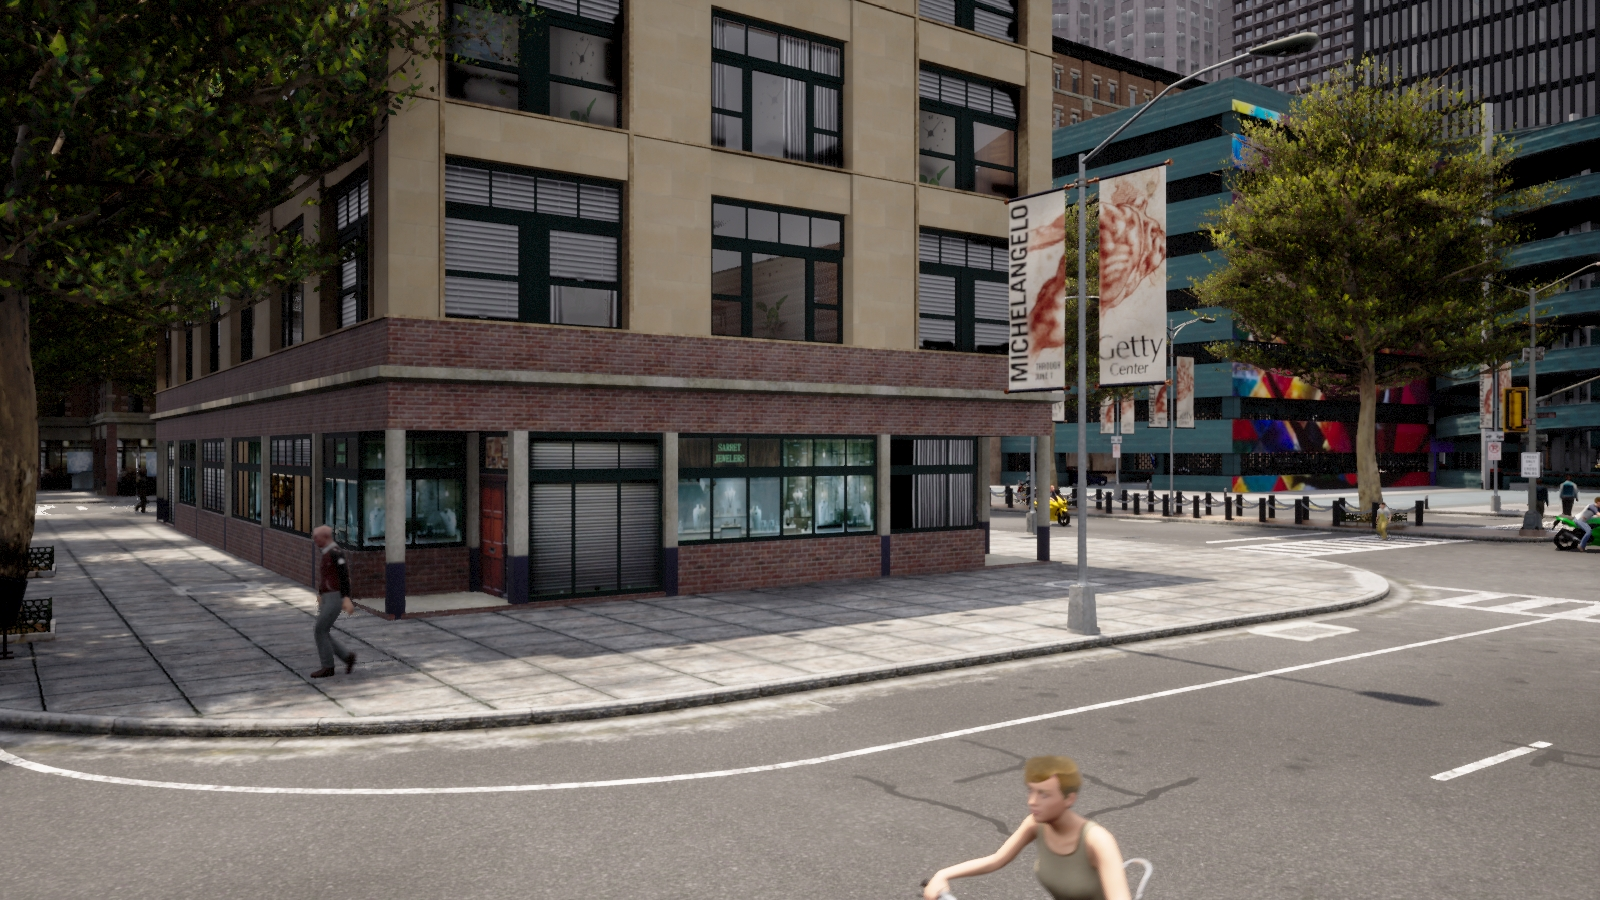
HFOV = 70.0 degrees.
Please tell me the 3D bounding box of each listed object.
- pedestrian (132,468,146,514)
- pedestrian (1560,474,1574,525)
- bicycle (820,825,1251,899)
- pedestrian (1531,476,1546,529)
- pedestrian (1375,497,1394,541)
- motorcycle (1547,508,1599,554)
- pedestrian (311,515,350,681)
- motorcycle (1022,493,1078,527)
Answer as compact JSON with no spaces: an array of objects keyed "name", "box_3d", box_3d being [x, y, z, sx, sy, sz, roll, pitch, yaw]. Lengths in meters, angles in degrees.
[{"name":"pedestrian","box_3d":[-27.312,1.694,47.221,0.375,1.860,0.375,0,0,-2]},{"name":"pedestrian","box_3d":[28.319,1.830,42.169,0.375,1.860,0.375,0,0,42]},{"name":"bicycle","box_3d":[0.932,2.254,4.447,1.487,1.080,0.859,0,0,-35]},{"name":"pedestrian","box_3d":[25.825,1.831,39.962,0.375,1.860,0.375,0,0,42]},{"name":"pedestrian","box_3d":[17.983,2.115,35.158,0.375,1.300,0.375,0,0,-30]},{"name":"motorcycle","box_3d":[21.575,2.199,31.003,0.803,1.145,2.033,0,0,-40]},{"name":"pedestrian","box_3d":[-5.445,1.694,13.251,0.375,1.860,0.375,0,0,-30]},{"name":"motorcycle","box_3d":[9.194,2.200,42.117,0.803,1.145,2.033,0,0,-33]}]
